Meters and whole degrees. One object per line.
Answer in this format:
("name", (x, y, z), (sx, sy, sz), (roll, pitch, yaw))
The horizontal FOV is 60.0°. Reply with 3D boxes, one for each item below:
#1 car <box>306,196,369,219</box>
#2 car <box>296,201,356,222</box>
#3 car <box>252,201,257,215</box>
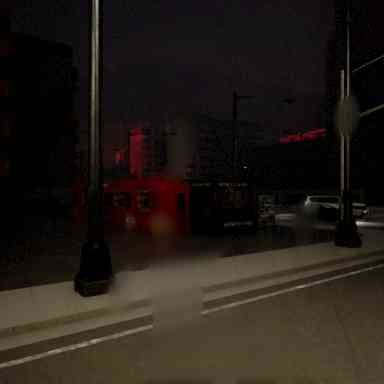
("car", (12.797, 1.339, 29.946), (2.150, 2.045, 5.566), (0, -1, -36))
("car", (10.578, 1.667, 27.037), (1.994, 1.385, 4.181), (0, -1, -36))
("car", (5.396, 1.685, 34.197), (1.882, 1.535, 5.008), (0, -1, -36))
